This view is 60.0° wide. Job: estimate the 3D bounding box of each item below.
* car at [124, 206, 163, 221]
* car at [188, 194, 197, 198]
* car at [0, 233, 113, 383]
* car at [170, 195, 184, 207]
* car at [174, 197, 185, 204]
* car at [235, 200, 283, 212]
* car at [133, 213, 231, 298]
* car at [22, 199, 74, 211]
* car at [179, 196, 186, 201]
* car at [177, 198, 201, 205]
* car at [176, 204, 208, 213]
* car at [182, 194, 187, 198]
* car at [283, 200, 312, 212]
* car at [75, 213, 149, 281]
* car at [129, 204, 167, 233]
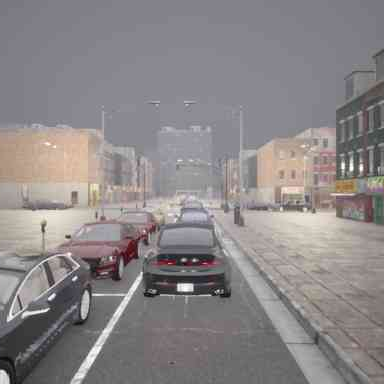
[{"bbox_3d":[-2.613,1.556,15.402,1.887,1.381,4.507,0,0,0],"label":"car"},{"bbox_3d":[0.109,1.412,82.963,2.150,2.045,5.566,0,0,0],"label":"car"},{"bbox_3d":[-2.627,1.553,4.413,2.008,1.369,4.403,0,0,0],"label":"car"},{"bbox_3d":[-2.565,1.614,52.683,1.752,1.417,4.829,0,0,0],"label":"car"},{"bbox_3d":[-2.544,1.693,69.185,2.008,1.369,4.403,0,0,0],"label":"car"},{"bbox_3d":[7.355,1.620,38.084,4.902,1.511,2.128,1,0,0],"label":"car"},{"bbox_3d":[-0.066,1.509,8.537,1.837,1.490,4.892,0,0,1],"label":"car"},{"bbox_3d":[-16.382,1.481,37.991,5.357,1.411,2.033,0,0,0],"label":"car"},{"bbox_3d":[-2.516,1.772,90.961,1.887,1.381,4.507,0,0,0],"label":"car"},{"bbox_3d":[0.057,1.505,26.272,1.882,1.535,5.008,0,0,0],"label":"car"},{"bbox_3d":[0.114,1.537,16.004,1.812,1.442,4.674,0,0,0],"label":"car"},{"bbox_3d":[-2.557,1.421,58.297,2.192,1.841,5.009,0,0,0],"label":"car"},{"bbox_3d":[12.258,1.716,41.056,4.892,1.490,1.837,1,0,0],"label":"car"},{"bbox_3d":[-2.620,1.550,9.907,1.887,1.381,4.507,0,0,0],"label":"car"},{"bbox_3d":[-2.606,1.543,20.725,1.752,1.417,4.829,0,0,0],"label":"car"}]
